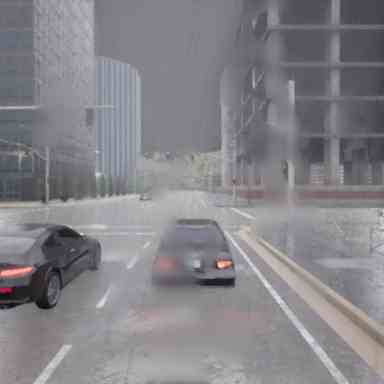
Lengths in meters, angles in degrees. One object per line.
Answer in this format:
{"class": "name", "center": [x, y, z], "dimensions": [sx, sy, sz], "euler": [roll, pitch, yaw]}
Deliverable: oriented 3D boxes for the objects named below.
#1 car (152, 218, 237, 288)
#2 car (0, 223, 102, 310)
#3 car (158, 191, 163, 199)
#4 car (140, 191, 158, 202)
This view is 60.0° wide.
{"class": "car", "center": [0.055, 1.426, 8.988], "dimensions": [2.033, 1.411, 5.357], "euler": [0, 1, 0]}
{"class": "car", "center": [-3.453, 1.425, 7.472], "dimensions": [1.812, 1.442, 4.674], "euler": [0, 1, 0]}
{"class": "car", "center": [-7.126, 0.586, 68.674], "dimensions": [1.837, 1.490, 4.892], "euler": [0, 1, 0]}
{"class": "car", "center": [-7.170, 0.785, 53.126], "dimensions": [2.128, 1.511, 4.902], "euler": [0, 1, 0]}
